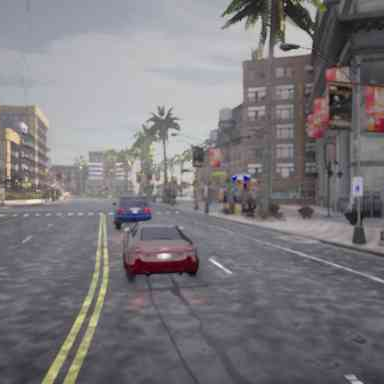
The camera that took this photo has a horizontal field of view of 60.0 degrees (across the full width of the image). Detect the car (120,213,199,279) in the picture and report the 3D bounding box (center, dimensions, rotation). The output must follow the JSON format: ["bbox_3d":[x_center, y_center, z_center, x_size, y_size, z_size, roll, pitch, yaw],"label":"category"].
[{"bbox_3d":[-1.117,1.575,10.258,1.994,1.385,4.181,0,0,-12],"label":"car"}]

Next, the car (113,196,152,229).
[{"bbox_3d":[-4.004,1.245,22.061,2.150,2.045,5.566,0,0,-15],"label":"car"}]
